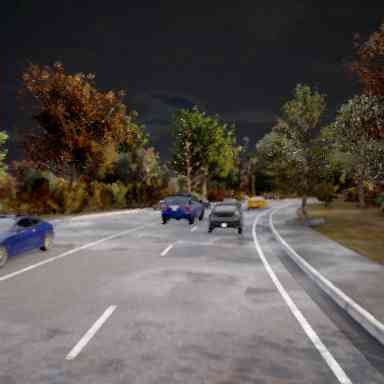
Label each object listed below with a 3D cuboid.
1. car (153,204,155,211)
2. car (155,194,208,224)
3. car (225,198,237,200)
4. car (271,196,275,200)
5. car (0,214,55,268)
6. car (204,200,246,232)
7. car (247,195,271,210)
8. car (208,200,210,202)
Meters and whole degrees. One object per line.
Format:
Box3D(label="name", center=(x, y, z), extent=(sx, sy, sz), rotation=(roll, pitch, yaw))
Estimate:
Box3D(label="car", center=(-3.173, 1.552, 41.086), extent=(1.812, 1.442, 4.674), rotation=(-1, 0, 20))
Box3D(label="car", center=(-0.570, 1.180, 24.259), extent=(2.150, 2.045, 5.566), rotation=(-1, 0, 12))
Box3D(label="car", center=(4.929, 1.458, 42.121), extent=(1.994, 1.385, 4.181), rotation=(-1, 0, 21))
Box3D(label="car", center=(17.496, 1.243, 77.672), extent=(1.895, 1.301, 4.718), rotation=(-2, -1, 38))
Box3D(label="car", center=(-6.394, 1.516, 11.375), extent=(1.812, 1.442, 4.674), rotation=(0, 0, 4))
Box3D(label="car", center=(2.088, 1.449, 19.649), extent=(1.837, 1.490, 4.892), rotation=(-1, 0, 10))
Box3D(label="car", center=(8.035, 1.311, 40.567), extent=(1.882, 1.535, 5.008), rotation=(-1, 0, 21))
Box3D(label="car", center=(0.786, 1.456, 41.689), extent=(2.128, 1.511, 4.902), rotation=(-1, 0, 21))
